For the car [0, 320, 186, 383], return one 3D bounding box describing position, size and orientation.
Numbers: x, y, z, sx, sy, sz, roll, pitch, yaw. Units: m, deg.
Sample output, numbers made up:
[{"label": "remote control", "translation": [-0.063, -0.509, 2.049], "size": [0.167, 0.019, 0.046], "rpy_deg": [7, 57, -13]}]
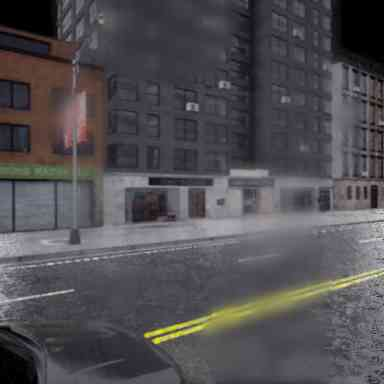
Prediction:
[{"label": "car", "translation": [-2.234, 1.504, 1.845], "size": [4.892, 1.490, 1.837], "rpy_deg": [0, 0, -36]}]
